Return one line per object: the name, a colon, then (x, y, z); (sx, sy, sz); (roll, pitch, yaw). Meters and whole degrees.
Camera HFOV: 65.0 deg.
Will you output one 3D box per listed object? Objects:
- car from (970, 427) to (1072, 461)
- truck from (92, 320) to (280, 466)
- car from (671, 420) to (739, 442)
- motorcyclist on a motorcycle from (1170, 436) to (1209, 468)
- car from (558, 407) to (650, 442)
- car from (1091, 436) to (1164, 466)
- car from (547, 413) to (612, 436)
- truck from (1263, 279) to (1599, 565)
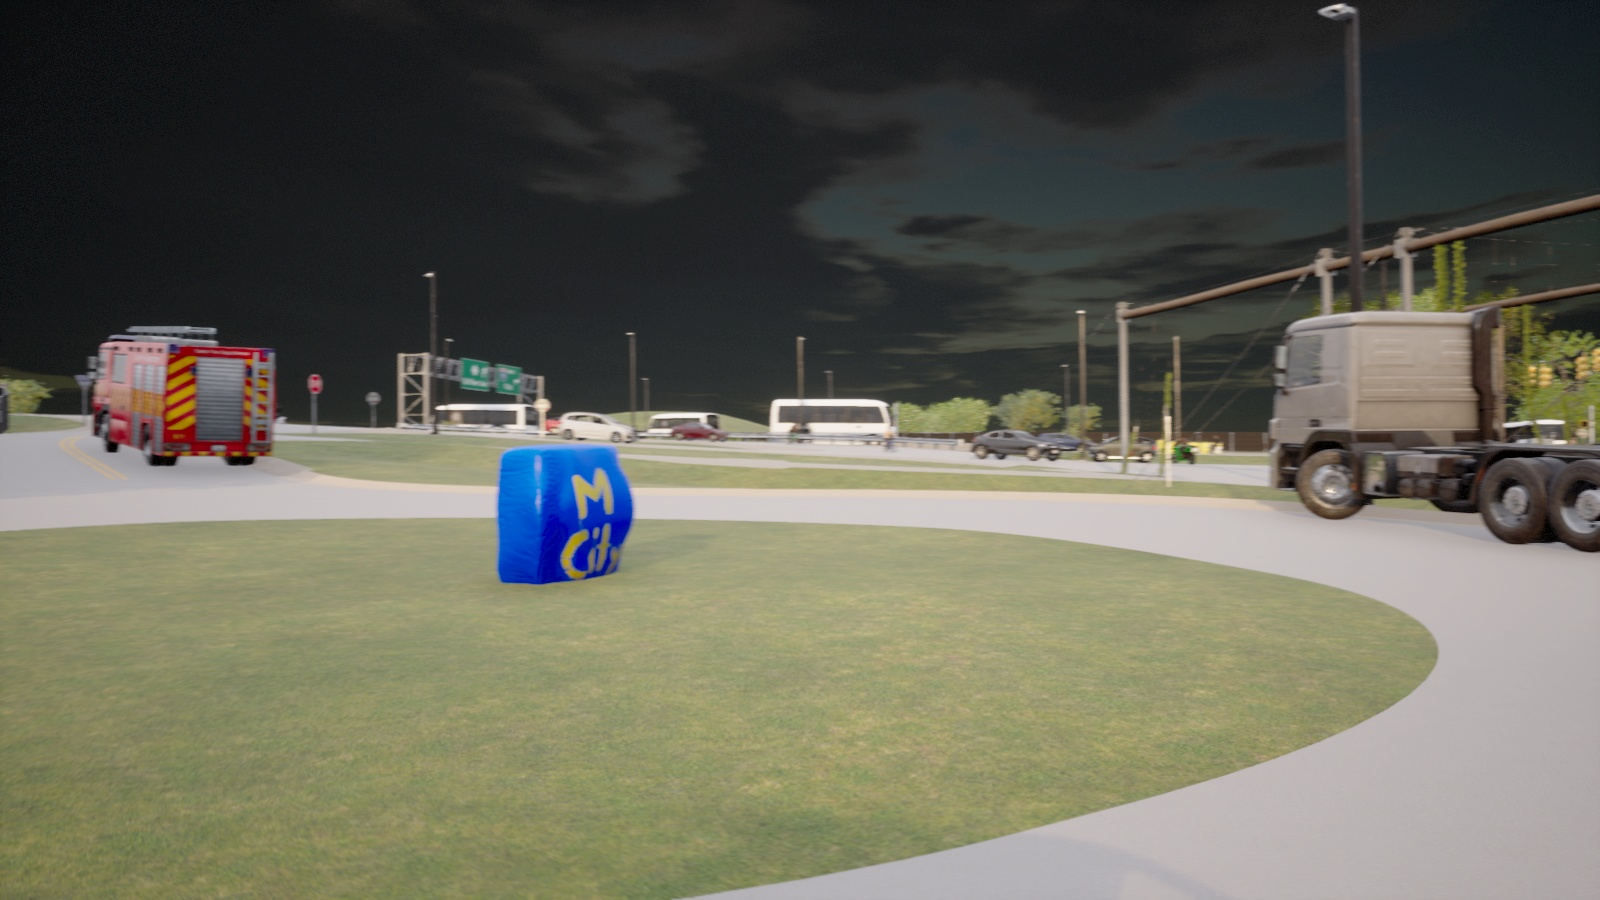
car: (11.904, -0.327, 67.911); (5.027, 1.651, 2.152); (2, 0, 44)
truck: (-18.368, -1.815, 37.223); (2.891, 3.827, 8.468); (1, 4, -40)
car: (-7.116, -1.425, 94.124); (4.674, 1.442, 1.812); (3, 1, 24)
motorcyclist on a motorcycle: (19.329, 0.108, 62.421); (0.797, 1.523, 2.044); (1, 1, -18)
car: (-11.196, -1.440, 71.987); (4.611, 1.667, 2.242); (4, 0, 13)
car: (18.383, 0.079, 70.542); (3.705, 1.549, 1.789); (2, 0, 6)
car: (-16.941, -1.973, 96.672); (4.514, 1.525, 2.007); (3, 0, 1)
truck: (10.424, -0.453, 18.434); (2.891, 3.462, 7.936); (0, 2, -13)
